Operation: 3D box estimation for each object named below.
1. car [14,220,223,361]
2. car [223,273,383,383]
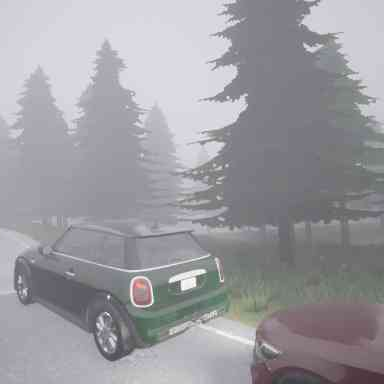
[{"bbox_3d":[-1.577,1.308,6.219,4.553,1.767,2.097,1,1,44],"label":"car"},{"bbox_3d":[2.749,1.531,2.595,4.674,1.442,1.812,1,0,36],"label":"car"}]
